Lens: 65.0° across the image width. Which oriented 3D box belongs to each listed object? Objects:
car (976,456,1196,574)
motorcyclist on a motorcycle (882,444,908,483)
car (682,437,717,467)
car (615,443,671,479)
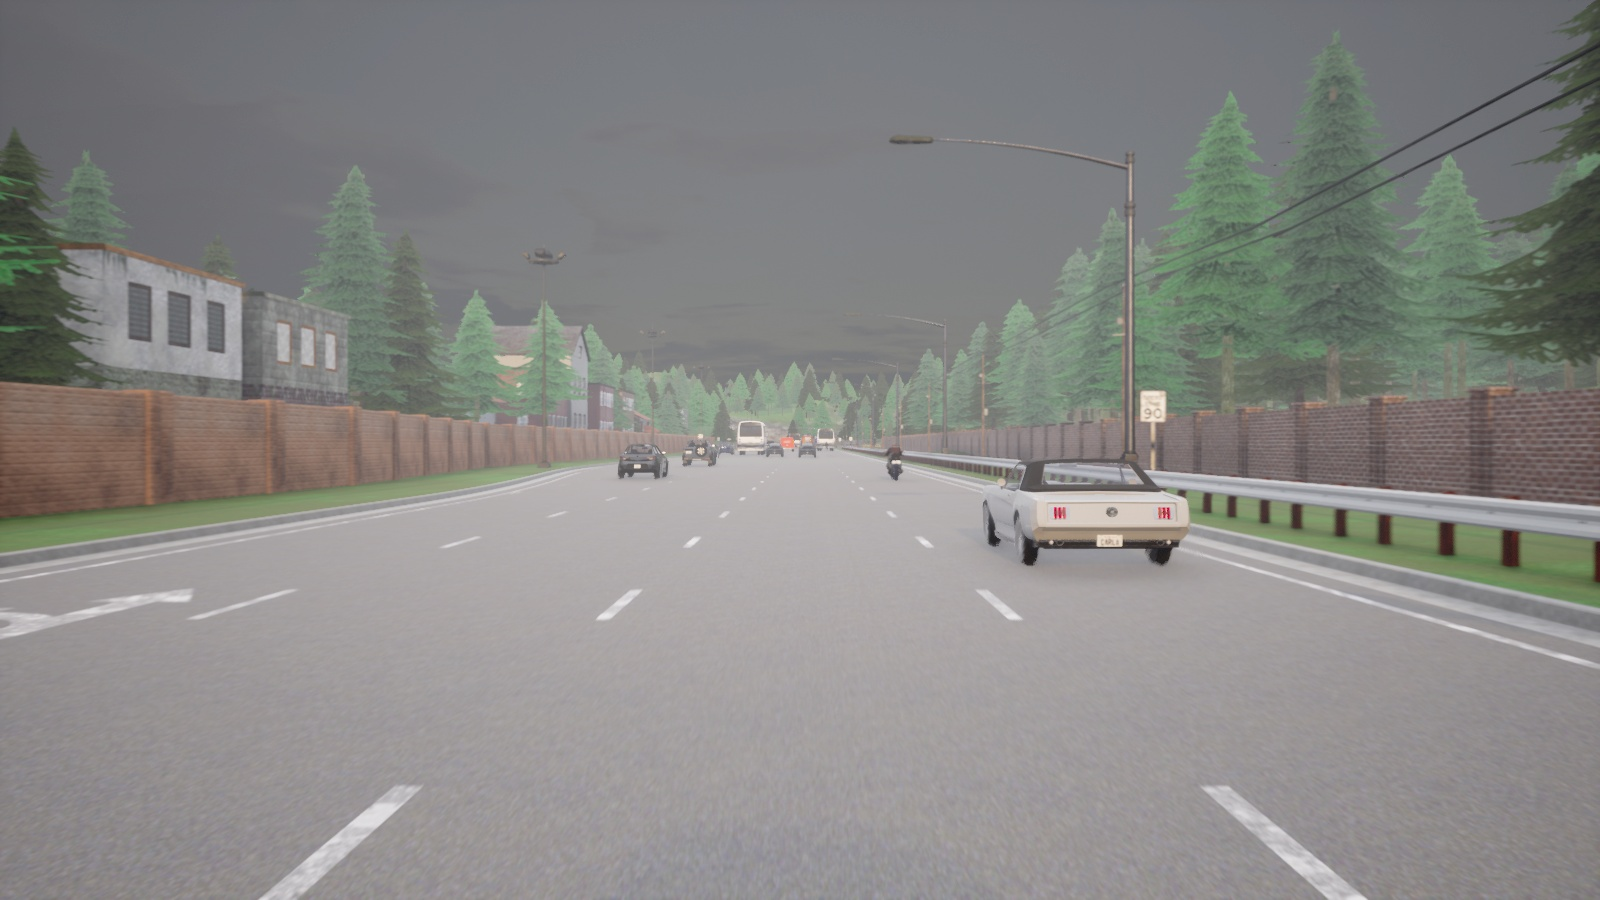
[{"bbox_3d":[3.611,0.757,16.773,1.895,1.301,4.718,0,0,0],"label":"car"},{"bbox_3d":[3.802,0.507,50.294,0.866,1.530,2.191,0,0,0],"label":"motorcyclist on a motorcycle"},{"bbox_3d":[-6.519,0.107,81.792,1.932,1.855,4.605,0,0,0],"label":"car"},{"bbox_3d":[-6.679,0.458,53.760,1.816,1.474,4.193,0,0,0],"label":"car"}]
